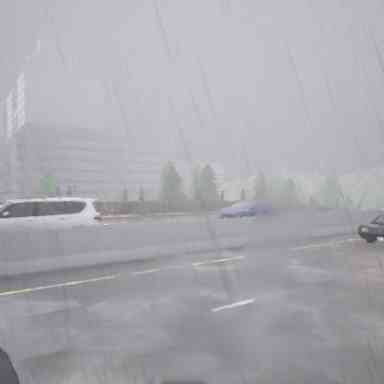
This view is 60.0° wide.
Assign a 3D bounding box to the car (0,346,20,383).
[{"bbox_3d":[-3.530,1.545,1.229,5.357,1.411,2.033,0,0,-35],"label":"car"}]

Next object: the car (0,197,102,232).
[{"bbox_3d":[-6.173,1.226,12.487,5.566,2.045,2.150,0,0,-35],"label":"car"}]

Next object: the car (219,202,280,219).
[{"bbox_3d":[4.299,1.504,24.249,5.008,1.535,1.882,0,0,-35],"label":"car"}]

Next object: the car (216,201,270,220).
[{"bbox_3d":[4.478,1.570,28.674,4.674,1.442,1.812,1,0,-35],"label":"car"}]

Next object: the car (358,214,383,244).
[{"bbox_3d":[9.473,1.625,14.800,4.718,1.301,1.895,0,0,-35],"label":"car"}]
